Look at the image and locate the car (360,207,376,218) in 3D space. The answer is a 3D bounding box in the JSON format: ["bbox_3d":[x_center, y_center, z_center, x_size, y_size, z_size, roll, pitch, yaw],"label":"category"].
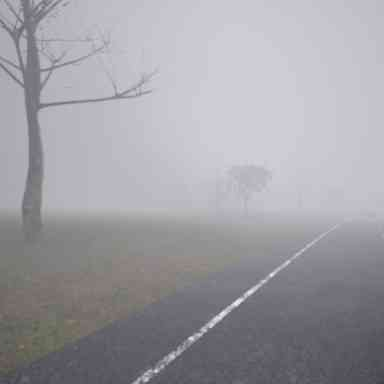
[{"bbox_3d":[26.110,2.995,49.431,1.812,1.442,4.674,1,-1,30],"label":"car"}]
